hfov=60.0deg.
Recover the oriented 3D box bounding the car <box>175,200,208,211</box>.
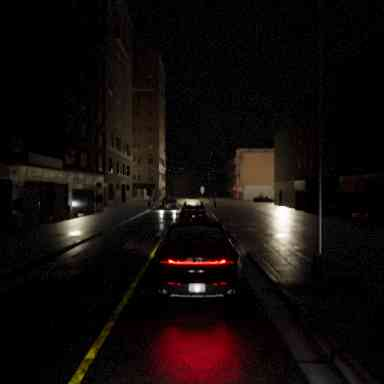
[{"bbox_3d":[0.101,1.369,24.181,2.128,1.511,4.902,0,0,0],"label":"car"}]

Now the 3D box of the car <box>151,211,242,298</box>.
[{"bbox_3d":[0.102,1.462,8.402,1.837,1.490,4.892,0,0,0],"label":"car"}]

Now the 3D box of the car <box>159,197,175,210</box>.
[{"bbox_3d":[-2.756,1.323,39.599,1.812,1.442,4.674,0,0,0],"label":"car"}]

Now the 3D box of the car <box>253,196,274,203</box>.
[{"bbox_3d":[13.224,1.384,60.625,4.313,1.339,1.947,0,0,0],"label":"car"}]
